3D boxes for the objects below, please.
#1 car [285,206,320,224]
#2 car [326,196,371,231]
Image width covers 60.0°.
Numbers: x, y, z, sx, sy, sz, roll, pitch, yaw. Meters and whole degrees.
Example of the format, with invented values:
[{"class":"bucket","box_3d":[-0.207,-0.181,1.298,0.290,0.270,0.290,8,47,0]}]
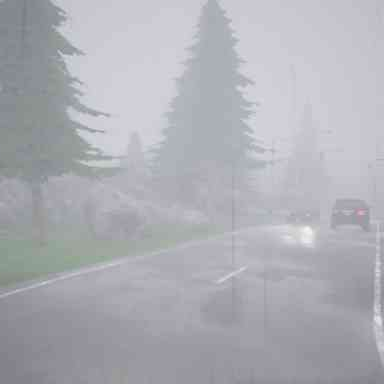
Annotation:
[{"class":"car","box_3d":[8.995,1.805,26.854,1.895,1.301,4.718,1,0,30]},{"class":"car","box_3d":[11.008,1.472,23.016,2.150,2.045,5.566,1,0,29]}]
